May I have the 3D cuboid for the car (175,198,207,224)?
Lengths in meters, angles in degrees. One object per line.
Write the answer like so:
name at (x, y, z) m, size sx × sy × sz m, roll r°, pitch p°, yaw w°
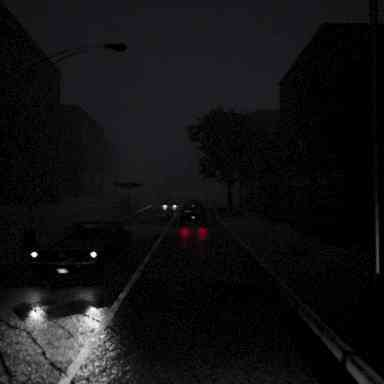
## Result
car at (0.092, 1.486, 24.640) m, size 2.128 × 1.511 × 4.902 m, roll 0°, pitch 0°, yaw 0°

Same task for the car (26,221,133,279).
car at (-3.126, 1.604, 10.237) m, size 1.895 × 1.301 × 4.718 m, roll 0°, pitch 0°, yaw 0°

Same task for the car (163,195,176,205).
car at (-3.364, 1.274, 51.251) m, size 1.812 × 1.442 × 4.674 m, roll 0°, pitch 1°, yaw 0°
